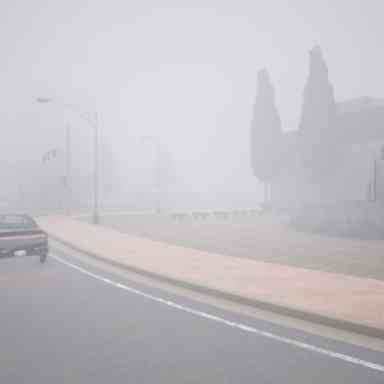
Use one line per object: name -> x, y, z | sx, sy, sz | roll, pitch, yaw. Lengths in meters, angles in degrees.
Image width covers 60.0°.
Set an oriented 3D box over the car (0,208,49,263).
car -> -6.235, 1.482, 11.138 | 2.128, 1.511, 4.902 | 0, 0, -38
